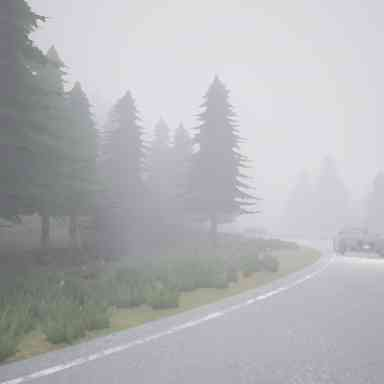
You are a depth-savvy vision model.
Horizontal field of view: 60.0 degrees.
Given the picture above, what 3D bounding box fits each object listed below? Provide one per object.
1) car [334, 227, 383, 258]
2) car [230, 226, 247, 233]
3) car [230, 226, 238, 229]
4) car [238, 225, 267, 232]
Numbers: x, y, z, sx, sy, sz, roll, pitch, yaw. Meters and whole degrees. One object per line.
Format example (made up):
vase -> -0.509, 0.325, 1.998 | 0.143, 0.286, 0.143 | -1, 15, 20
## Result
car -> 8.412, 2.492, 16.857 | 1.994, 1.385, 4.181 | 1, -6, 17
car -> 10.234, 8.193, 72.921 | 1.812, 1.442, 4.674 | 0, -6, 34
car -> 7.471, 6.516, 56.683 | 2.033, 1.411, 5.357 | 1, -6, 5
car -> 8.698, 5.430, 46.623 | 1.882, 1.535, 5.008 | 2, -6, -14
